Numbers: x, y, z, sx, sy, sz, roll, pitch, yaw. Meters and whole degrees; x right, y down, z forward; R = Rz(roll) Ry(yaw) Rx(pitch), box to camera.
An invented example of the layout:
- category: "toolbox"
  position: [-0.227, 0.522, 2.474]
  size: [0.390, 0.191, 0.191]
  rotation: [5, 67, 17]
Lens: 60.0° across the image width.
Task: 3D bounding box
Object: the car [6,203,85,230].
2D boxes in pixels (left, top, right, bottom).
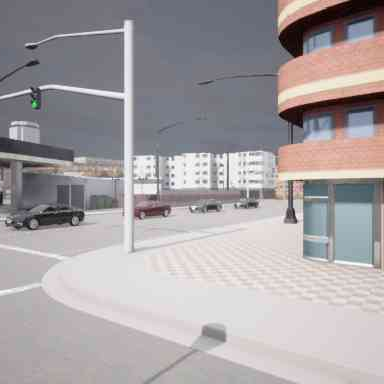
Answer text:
- category: "car"
  position: [-9.191, 1.505, 21.231]
  size: [1.837, 1.490, 4.892]
  rotation: [0, 0, 34]

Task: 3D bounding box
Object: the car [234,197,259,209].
- category: "car"
  position: [7.462, 1.491, 45.384]
  size: [2.128, 1.511, 4.902]
  rotation: [0, 0, 35]

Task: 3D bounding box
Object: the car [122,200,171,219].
- category: "car"
  position: [-3.866, 1.478, 29.011]
  size: [1.882, 1.535, 5.008]
  rotation: [0, 0, 34]

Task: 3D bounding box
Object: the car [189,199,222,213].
- category: "car"
  position: [1.553, 1.491, 36.858]
  size: [2.128, 1.511, 4.902]
  rotation: [0, 0, 35]
